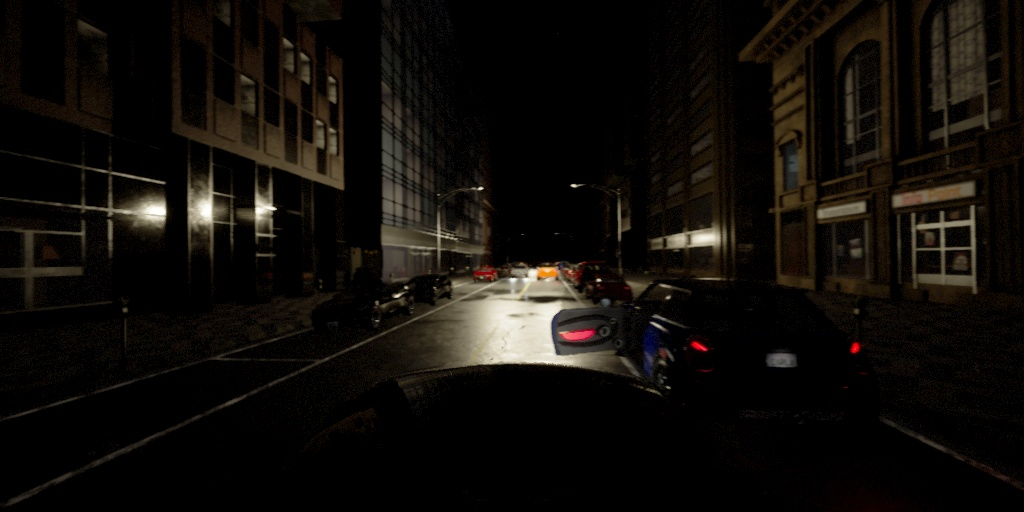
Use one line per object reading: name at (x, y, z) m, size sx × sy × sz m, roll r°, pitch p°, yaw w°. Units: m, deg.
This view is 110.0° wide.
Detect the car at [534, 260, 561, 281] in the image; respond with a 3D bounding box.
car at (3.556, 1.473, 35.889) m, size 2.097 × 1.767 × 4.553 m, roll -1°, pitch -1°, yaw 6°

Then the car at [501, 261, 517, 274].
car at (-0.861, 1.797, 50.863) m, size 1.967 × 1.591 × 4.097 m, roll 0°, pitch 0°, yaw 5°

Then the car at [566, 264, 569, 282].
car at (5.478, 1.565, 27.755) m, size 1.948 × 1.339 × 4.313 m, roll 0°, pitch 0°, yaw 5°

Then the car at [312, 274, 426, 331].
car at (-4.619, 1.490, 11.831) m, size 1.948 × 1.339 × 4.313 m, roll 0°, pitch 0°, yaw 5°

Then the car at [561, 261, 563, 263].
car at (7.088, 1.625, 44.481) m, size 1.967 × 1.591 × 4.097 m, roll 0°, pitch 0°, yaw 5°

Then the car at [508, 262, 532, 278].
car at (0.954, 1.744, 41.355) m, size 1.812 × 1.442 × 4.674 m, roll -1°, pitch -1°, yaw 6°

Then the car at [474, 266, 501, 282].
car at (-2.472, 1.716, 34.135) m, size 1.888 × 1.381 × 4.507 m, roll 0°, pitch 0°, yaw 5°

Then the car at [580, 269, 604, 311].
car at (4.405, 1.458, 16.604) m, size 1.802 × 1.307 × 4.207 m, roll 0°, pitch 0°, yaw 5°

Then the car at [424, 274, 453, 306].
car at (-4.082, 1.551, 17.406) m, size 1.948 × 1.339 × 4.313 m, roll 0°, pitch 0°, yaw 5°

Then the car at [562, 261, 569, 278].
car at (6.015, 1.501, 33.330) m, size 1.967 × 1.591 × 4.097 m, roll 0°, pitch 0°, yaw 5°

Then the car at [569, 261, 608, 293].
car at (4.942, 1.252, 22.179) m, size 2.192 × 1.841 × 5.009 m, roll 0°, pitch 0°, yaw 5°

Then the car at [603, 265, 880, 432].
car at (2.978, 1.115, 5.804) m, size 2.097 × 1.767 × 4.553 m, roll -1°, pitch -1°, yaw 5°
